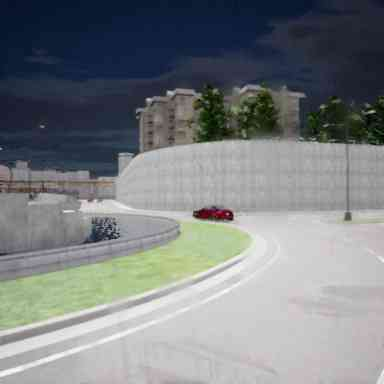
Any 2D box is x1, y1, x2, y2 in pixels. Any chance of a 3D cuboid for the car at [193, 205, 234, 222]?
[{"bbox_3d":[1.885,1.911,30.359,1.994,1.385,4.181,0,-1,-36],"label":"car"}]
